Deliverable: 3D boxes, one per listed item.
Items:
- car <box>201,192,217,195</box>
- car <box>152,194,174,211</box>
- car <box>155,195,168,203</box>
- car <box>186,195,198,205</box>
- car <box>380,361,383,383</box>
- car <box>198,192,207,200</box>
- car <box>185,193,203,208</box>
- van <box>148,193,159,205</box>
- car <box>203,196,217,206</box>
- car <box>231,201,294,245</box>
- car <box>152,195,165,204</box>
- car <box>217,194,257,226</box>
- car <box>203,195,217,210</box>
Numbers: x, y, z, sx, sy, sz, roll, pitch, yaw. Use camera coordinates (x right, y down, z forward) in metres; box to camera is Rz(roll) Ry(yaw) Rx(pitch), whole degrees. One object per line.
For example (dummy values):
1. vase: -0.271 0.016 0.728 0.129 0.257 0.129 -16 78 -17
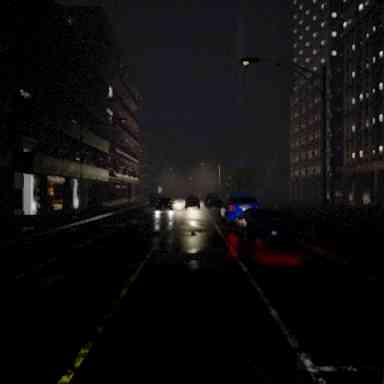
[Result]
1. car: 2.697 1.096 45.637 2.192 1.841 5.009 0 0 0
2. car: -3.090 1.319 38.420 1.837 1.490 4.892 0 0 0
3. car: -5.684 1.278 62.207 1.947 1.339 4.313 0 0 0
4. car: 0.029 1.244 55.516 1.837 1.490 4.892 0 0 1
5. car: 2.694 1.432 1.454 1.967 1.590 4.097 0 0 0
6. car: 2.699 0.947 84.296 2.192 1.841 5.009 0 0 0
7. car: 0.078 1.271 42.761 1.882 1.535 5.008 0 0 0
8. van: -5.684 1.098 51.160 1.690 1.788 3.998 0 0 0
9. car: 2.697 1.323 51.159 1.947 1.339 4.313 0 0 0
10. car: 3.141 1.399 15.192 1.882 1.535 5.008 0 0 0
11. car: -5.684 1.260 56.514 1.752 1.417 4.829 0 0 0
12. car: 3.109 1.116 22.221 2.150 2.045 5.566 0 0 0
13. car: 2.696 1.356 40.114 2.008 1.369 4.403 0 0 0
